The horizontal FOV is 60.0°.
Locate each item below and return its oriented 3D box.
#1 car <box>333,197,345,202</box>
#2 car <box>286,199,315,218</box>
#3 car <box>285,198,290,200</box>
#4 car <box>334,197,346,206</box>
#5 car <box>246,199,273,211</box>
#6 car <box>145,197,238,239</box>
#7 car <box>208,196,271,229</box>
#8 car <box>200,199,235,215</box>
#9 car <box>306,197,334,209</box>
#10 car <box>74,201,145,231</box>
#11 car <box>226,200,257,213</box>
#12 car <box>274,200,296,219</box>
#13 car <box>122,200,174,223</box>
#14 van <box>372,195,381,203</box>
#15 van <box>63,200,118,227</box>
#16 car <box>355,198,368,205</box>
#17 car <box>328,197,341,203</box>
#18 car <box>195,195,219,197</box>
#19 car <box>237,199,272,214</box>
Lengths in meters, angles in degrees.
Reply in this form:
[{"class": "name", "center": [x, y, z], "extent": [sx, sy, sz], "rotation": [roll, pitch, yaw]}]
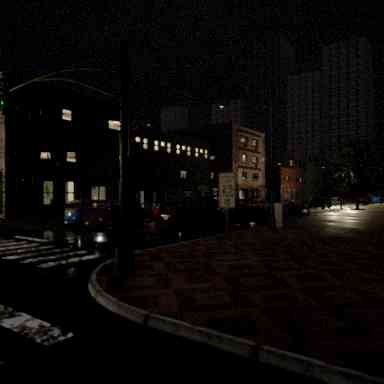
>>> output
[{"class": "car", "center": [37.997, 1.928, 85.741], "extent": [1.887, 1.381, 4.507], "rotation": [-1, -1, 35]}, {"class": "car", "center": [9.718, 1.653, 31.312], "extent": [1.947, 1.339, 4.313], "rotation": [-1, -1, 35]}, {"class": "car", "center": [15.549, 1.734, 54.046], "extent": [1.752, 1.417, 4.829], "rotation": [-1, -1, 35]}, {"class": "car", "center": [25.356, 1.824, 57.867], "extent": [1.895, 1.301, 4.718], "rotation": [0, 0, 36]}, {"class": "car", "center": [9.263, 1.715, 45.169], "extent": [2.008, 1.369, 4.403], "rotation": [-1, -1, 35]}, {"class": "car", "center": [0.138, 1.345, 17.790], "extent": [2.192, 1.841, 5.009], "rotation": [-1, 0, 35]}, {"class": "car", "center": [3.331, 1.363, 22.298], "extent": [2.192, 1.841, 5.009], "rotation": [-1, -1, 35]}, {"class": "car", "center": [2.877, 1.562, 36.155], "extent": [1.967, 1.590, 4.097], "rotation": [-1, -1, 35]}, {"class": "car", "center": [18.693, 1.525, 48.460], "extent": [2.097, 1.767, 4.553], "rotation": [0, 0, 35]}, {"class": "car", "center": [-4.585, 1.532, 21.136], "extent": [1.882, 1.535, 5.008], "rotation": [0, 0, 35]}, {"class": "car", "center": [6.070, 1.693, 40.661], "extent": [2.008, 1.369, 4.403], "rotation": [-1, -1, 35]}, {"class": "car", "center": [6.525, 1.612, 26.804], "extent": [1.887, 1.381, 4.507], "rotation": [-1, -1, 35]}, {"class": "car", "center": [-3.509, 1.523, 27.138], "extent": [1.967, 1.590, 4.097], "rotation": [-1, 0, 35]}, {"class": "van", "center": [44.837, 1.690, 80.902], "extent": [1.690, 1.788, 3.998], "rotation": [-1, -1, 35]}, {"class": "van", "center": [-6.702, 1.406, 22.631], "extent": [1.690, 1.788, 3.998], "rotation": [-1, 0, 35]}, {"class": "car", "center": [32.067, 1.797, 62.868], "extent": [2.008, 1.369, 4.403], "rotation": [-1, -1, 35]}, {"class": "car", "center": [34.805, 1.908, 81.233], "extent": [2.008, 1.369, 4.403], "rotation": [-1, -1, 35]}, {"class": "car", "center": [1.117, 1.309, 29.183], "extent": [2.150, 2.045, 5.566], "rotation": [0, 0, 35]}, {"class": "car", "center": [7.159, 1.603, 37.694], "extent": [1.882, 1.535, 5.008], "rotation": [0, 0, 36]}]
